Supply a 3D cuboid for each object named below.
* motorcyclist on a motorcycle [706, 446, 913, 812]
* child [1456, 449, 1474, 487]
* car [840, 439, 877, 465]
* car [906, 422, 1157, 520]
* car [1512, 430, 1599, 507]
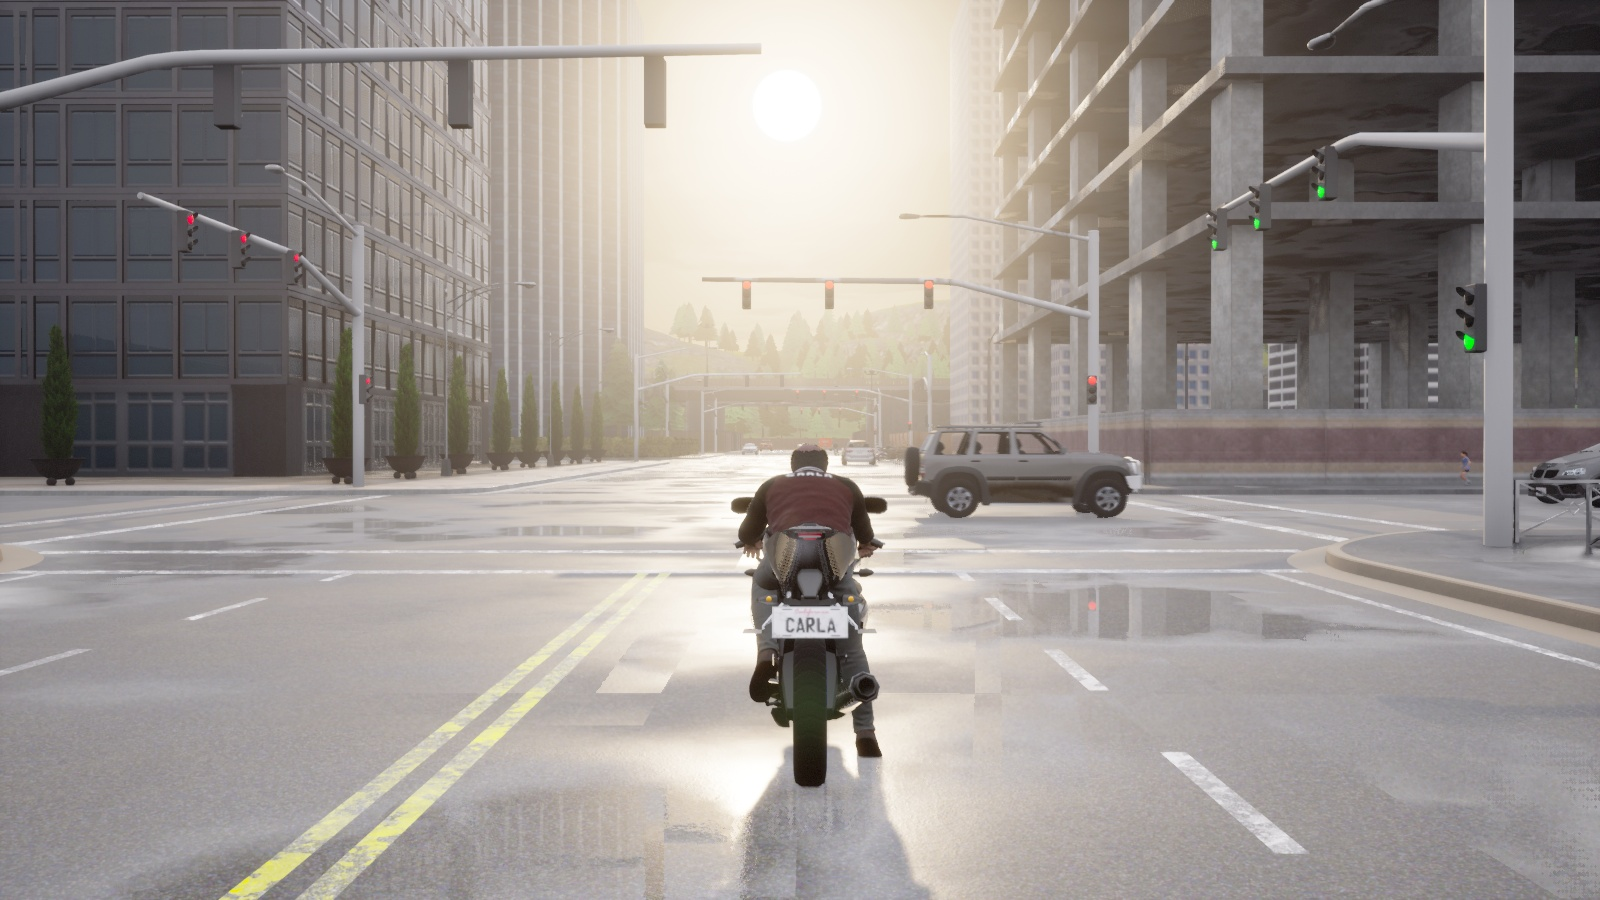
[{"bbox_3d":[0.046,0.746,6.351,0.866,1.530,2.191,0,0,0],"label":"motorcyclist on a motorcycle"},{"bbox_3d":[19.504,0.536,36.836,0.394,1.110,0.255,0,0,0],"label":"child"},{"bbox_3d":[3.933,0.114,85.024,2.242,1.667,4.611,0,0,0],"label":"car"},{"bbox_3d":[4.487,0.394,24.870,4.605,1.855,1.932,0,0,-1],"label":"car"},{"bbox_3d":[19.038,0.390,28.397,4.611,1.667,2.242,0,0,0],"label":"car"}]
